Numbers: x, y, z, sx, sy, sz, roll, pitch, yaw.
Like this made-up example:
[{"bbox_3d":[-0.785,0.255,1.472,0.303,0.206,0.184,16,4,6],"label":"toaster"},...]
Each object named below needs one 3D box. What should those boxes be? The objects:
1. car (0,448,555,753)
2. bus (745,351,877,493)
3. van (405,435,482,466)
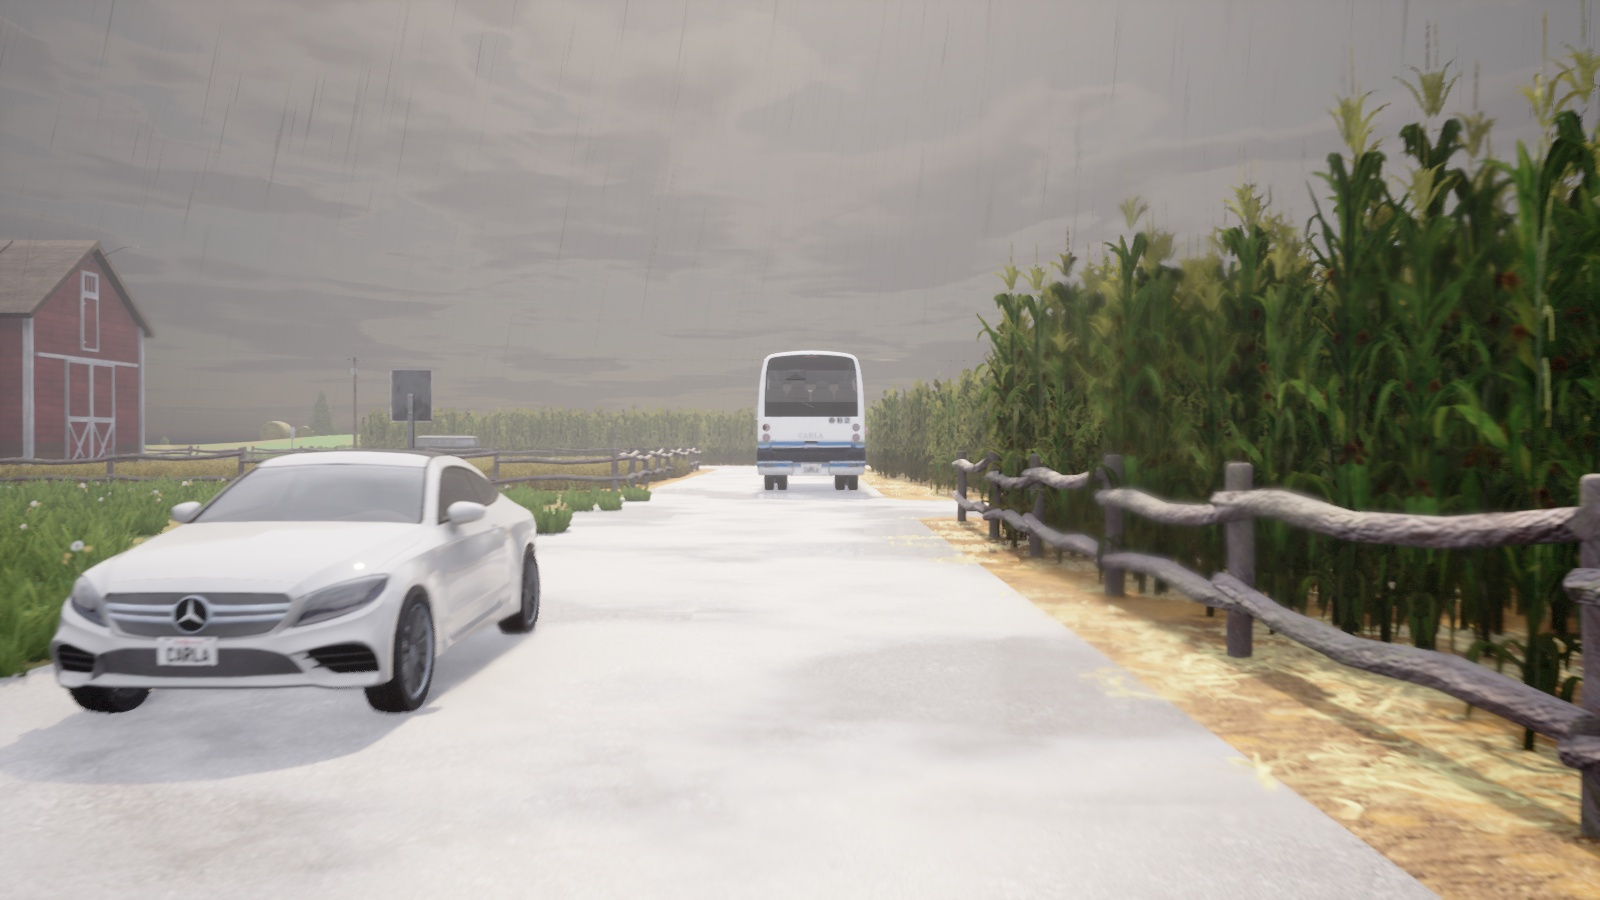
[{"bbox_3d":[-3.017,0.722,8.384,1.812,1.442,4.674,0,0,0],"label":"car"},{"bbox_3d":[0.369,-0.873,42.641,3.944,4.253,10.273,0,0,0],"label":"bus"},{"bbox_3d":[-22.775,0.022,80.307,4.442,1.987,1.775,0,0,1],"label":"van"}]
